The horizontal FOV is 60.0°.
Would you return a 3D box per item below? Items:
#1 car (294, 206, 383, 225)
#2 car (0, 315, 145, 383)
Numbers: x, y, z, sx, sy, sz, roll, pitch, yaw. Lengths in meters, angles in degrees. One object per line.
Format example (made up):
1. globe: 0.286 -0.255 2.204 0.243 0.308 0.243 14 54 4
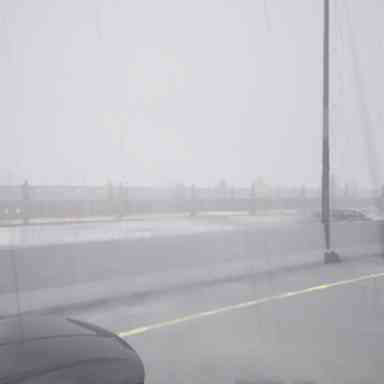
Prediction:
1. car: 6.797 1.491 15.813 4.181 1.385 1.994 0 0 -28
2. car: -2.609 1.460 1.688 5.008 1.535 1.882 0 0 -36
